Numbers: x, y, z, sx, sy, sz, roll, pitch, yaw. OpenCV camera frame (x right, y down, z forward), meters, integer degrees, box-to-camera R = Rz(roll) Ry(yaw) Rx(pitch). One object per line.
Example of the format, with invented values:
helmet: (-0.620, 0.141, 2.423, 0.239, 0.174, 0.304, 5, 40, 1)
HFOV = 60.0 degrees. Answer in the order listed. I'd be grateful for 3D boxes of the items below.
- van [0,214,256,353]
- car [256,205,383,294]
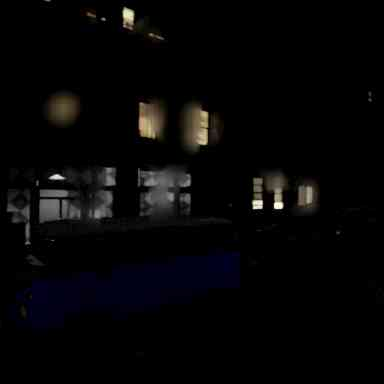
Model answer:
van: (-0.955, 1.338, 5.856, 3.998, 1.788, 1.690, 0, 1, -35)
car: (3.447, 1.306, 8.996, 5.009, 1.841, 2.192, 0, 1, -35)
